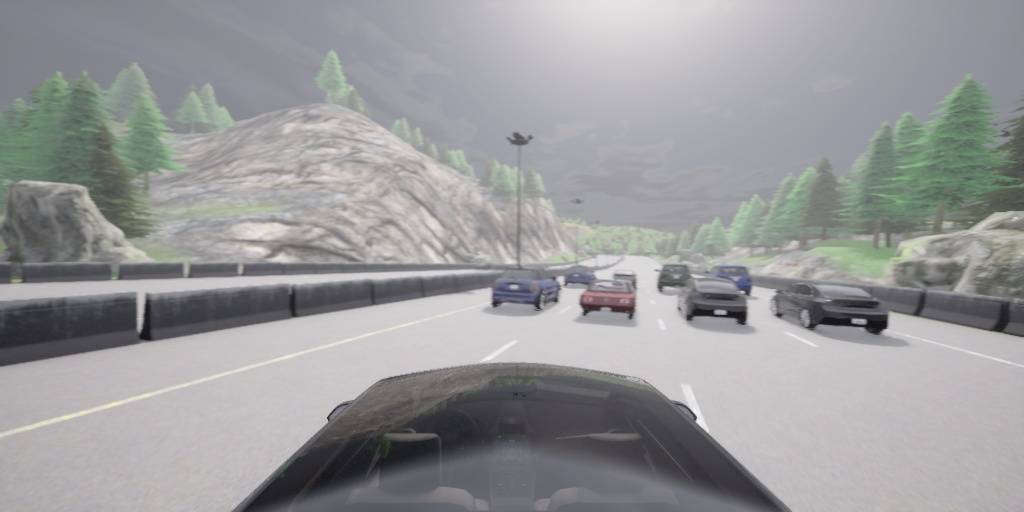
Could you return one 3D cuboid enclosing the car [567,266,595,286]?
[{"bbox_3d":[5.731,1.585,29.970,2.097,1.767,4.553,1,-1,20],"label":"car"}]

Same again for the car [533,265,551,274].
[{"bbox_3d":[5.080,2.165,60.306,1.994,1.385,4.181,1,-1,20],"label":"car"}]

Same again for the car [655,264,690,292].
[{"bbox_3d":[12.039,1.598,26.833,2.150,2.045,5.566,1,-1,20],"label":"car"}]

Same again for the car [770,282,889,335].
[{"bbox_3d":[10.775,1.663,12.556,1.837,1.490,4.892,1,0,20],"label":"car"}]

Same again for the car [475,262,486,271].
[{"bbox_3d":[-4.910,1.832,63.483,1.882,1.535,5.008,1,-1,20],"label":"car"}]

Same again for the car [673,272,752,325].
[{"bbox_3d":[7.470,1.582,13.707,1.837,1.490,4.892,1,0,20],"label":"car"}]

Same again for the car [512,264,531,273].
[{"bbox_3d":[1.725,2.044,61.300,1.812,1.442,4.674,1,-1,20],"label":"car"}]

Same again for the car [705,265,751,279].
[{"bbox_3d":[15.350,1.679,25.700,2.150,2.045,5.566,1,-1,20],"label":"car"}]

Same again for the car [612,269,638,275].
[{"bbox_3d":[9.085,1.809,28.971,2.128,1.511,4.902,1,-1,20],"label":"car"}]

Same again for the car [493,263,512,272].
[{"bbox_3d":[-1.583,2.001,62.427,1.994,1.385,4.181,1,-1,20],"label":"car"}]

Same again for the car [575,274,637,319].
[{"bbox_3d":[3.940,1.581,14.237,1.895,1.301,4.718,1,-1,20],"label":"car"}]

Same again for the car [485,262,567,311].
[{"bbox_3d":[0.790,1.261,15.795,2.097,1.767,4.553,1,-1,20],"label":"car"}]
